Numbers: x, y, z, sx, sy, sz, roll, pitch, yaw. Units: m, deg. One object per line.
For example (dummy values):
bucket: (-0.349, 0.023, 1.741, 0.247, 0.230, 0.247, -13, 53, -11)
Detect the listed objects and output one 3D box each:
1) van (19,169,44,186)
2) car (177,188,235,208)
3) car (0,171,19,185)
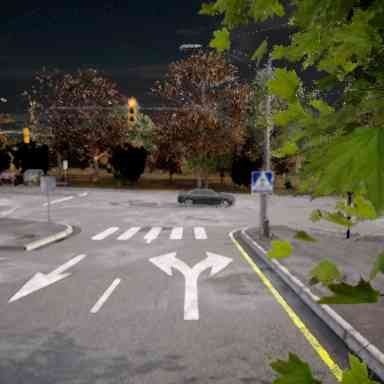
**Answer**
van: (-20.401, -1.897, 42.916, 1.878, 1.987, 4.442, 1, 6, -14)
car: (1.195, 0.441, 27.855, 4.892, 1.490, 1.837, 2, 5, 3)
car: (-23.372, -1.930, 43.305, 2.185, 1.767, 4.553, 0, 6, -14)
